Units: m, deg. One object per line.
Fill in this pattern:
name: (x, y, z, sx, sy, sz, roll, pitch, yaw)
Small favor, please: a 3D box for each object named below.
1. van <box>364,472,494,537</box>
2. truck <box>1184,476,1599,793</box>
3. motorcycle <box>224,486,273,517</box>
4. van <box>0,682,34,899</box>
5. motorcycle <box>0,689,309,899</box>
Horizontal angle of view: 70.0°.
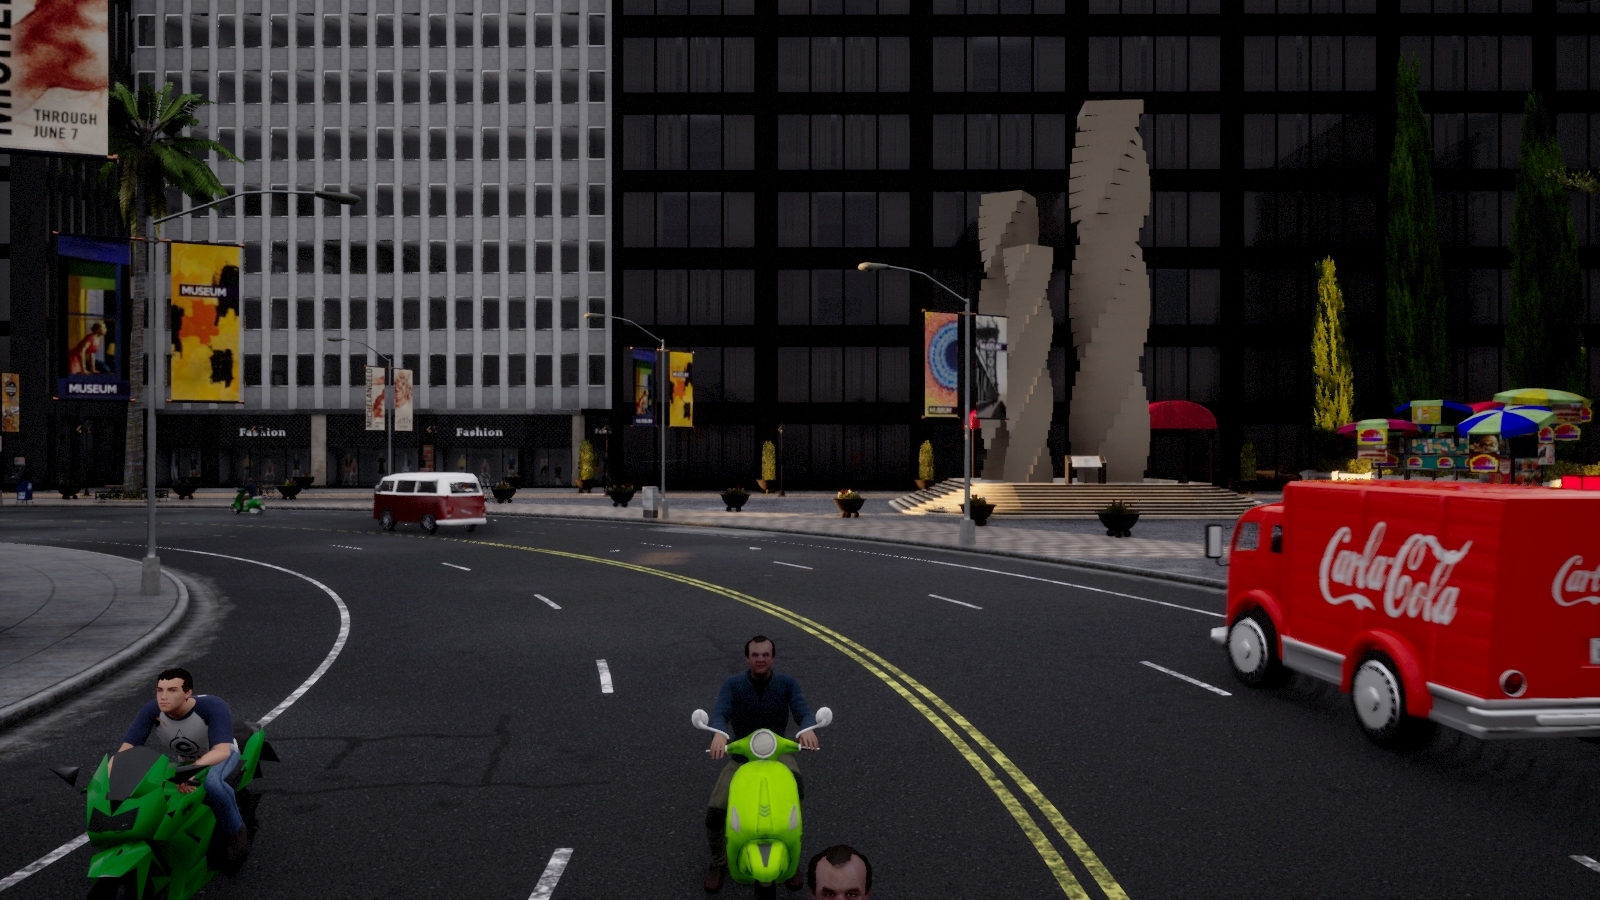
van: (-12.682, 1.782, 38.978, 4.480, 2.038, 2.069, 0, -1, 38)
truck: (6.472, 1.568, 12.026, 2.627, 2.467, 5.204, 0, 0, -7)
motorcycle: (-23.403, 2.182, 48.490, 1.805, 1.236, 0.856, 0, 0, 21)
van: (-3.531, 1.783, 1.506, 2.069, 2.038, 4.480, 0, 0, -1)
motorcycle: (-3.697, 2.213, 6.785, 0.803, 1.145, 2.033, 0, 0, -4)
